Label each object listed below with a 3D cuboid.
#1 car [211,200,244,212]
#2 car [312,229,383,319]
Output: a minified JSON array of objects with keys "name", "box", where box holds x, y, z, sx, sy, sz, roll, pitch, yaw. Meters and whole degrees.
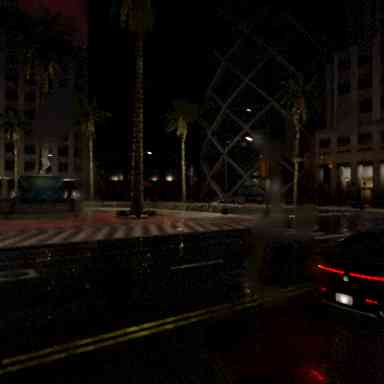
[{"name":"car","box":[4.340,1.722,41.335,1.812,1.442,4.674,0,1,-40]},{"name":"car","box":[4.541,1.546,7.010,4.892,1.490,1.837,0,0,-35]}]
